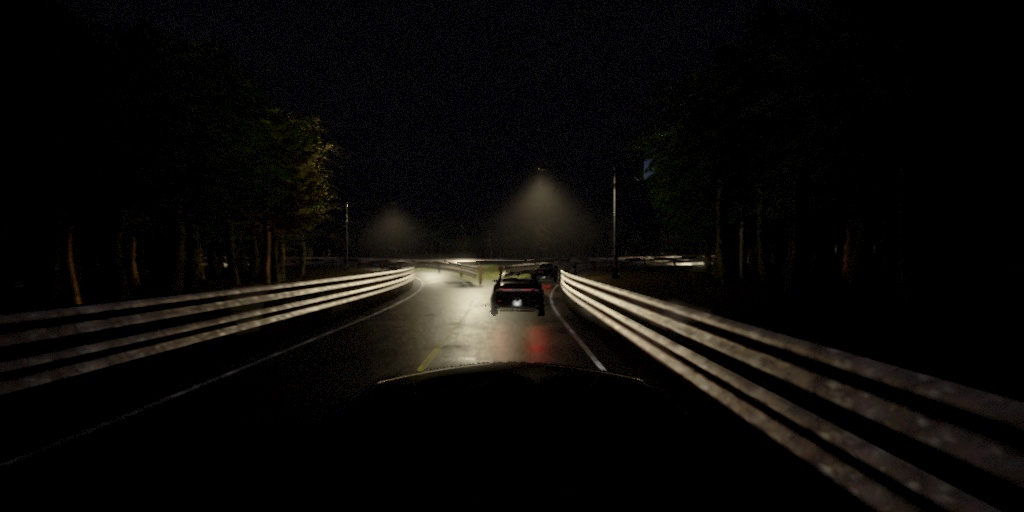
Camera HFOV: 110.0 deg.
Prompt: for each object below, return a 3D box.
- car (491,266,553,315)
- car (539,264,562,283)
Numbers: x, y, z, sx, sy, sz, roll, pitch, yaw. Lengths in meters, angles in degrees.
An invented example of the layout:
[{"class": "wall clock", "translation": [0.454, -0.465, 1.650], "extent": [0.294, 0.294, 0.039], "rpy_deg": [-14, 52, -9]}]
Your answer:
[{"class": "car", "translation": [0.274, 1.330, 13.957], "extent": [2.128, 1.511, 4.902], "rpy_deg": [0, 0, 3]}, {"class": "car", "translation": [3.119, 1.414, 30.502], "extent": [1.837, 1.490, 4.892], "rpy_deg": [0, 0, 14]}]
